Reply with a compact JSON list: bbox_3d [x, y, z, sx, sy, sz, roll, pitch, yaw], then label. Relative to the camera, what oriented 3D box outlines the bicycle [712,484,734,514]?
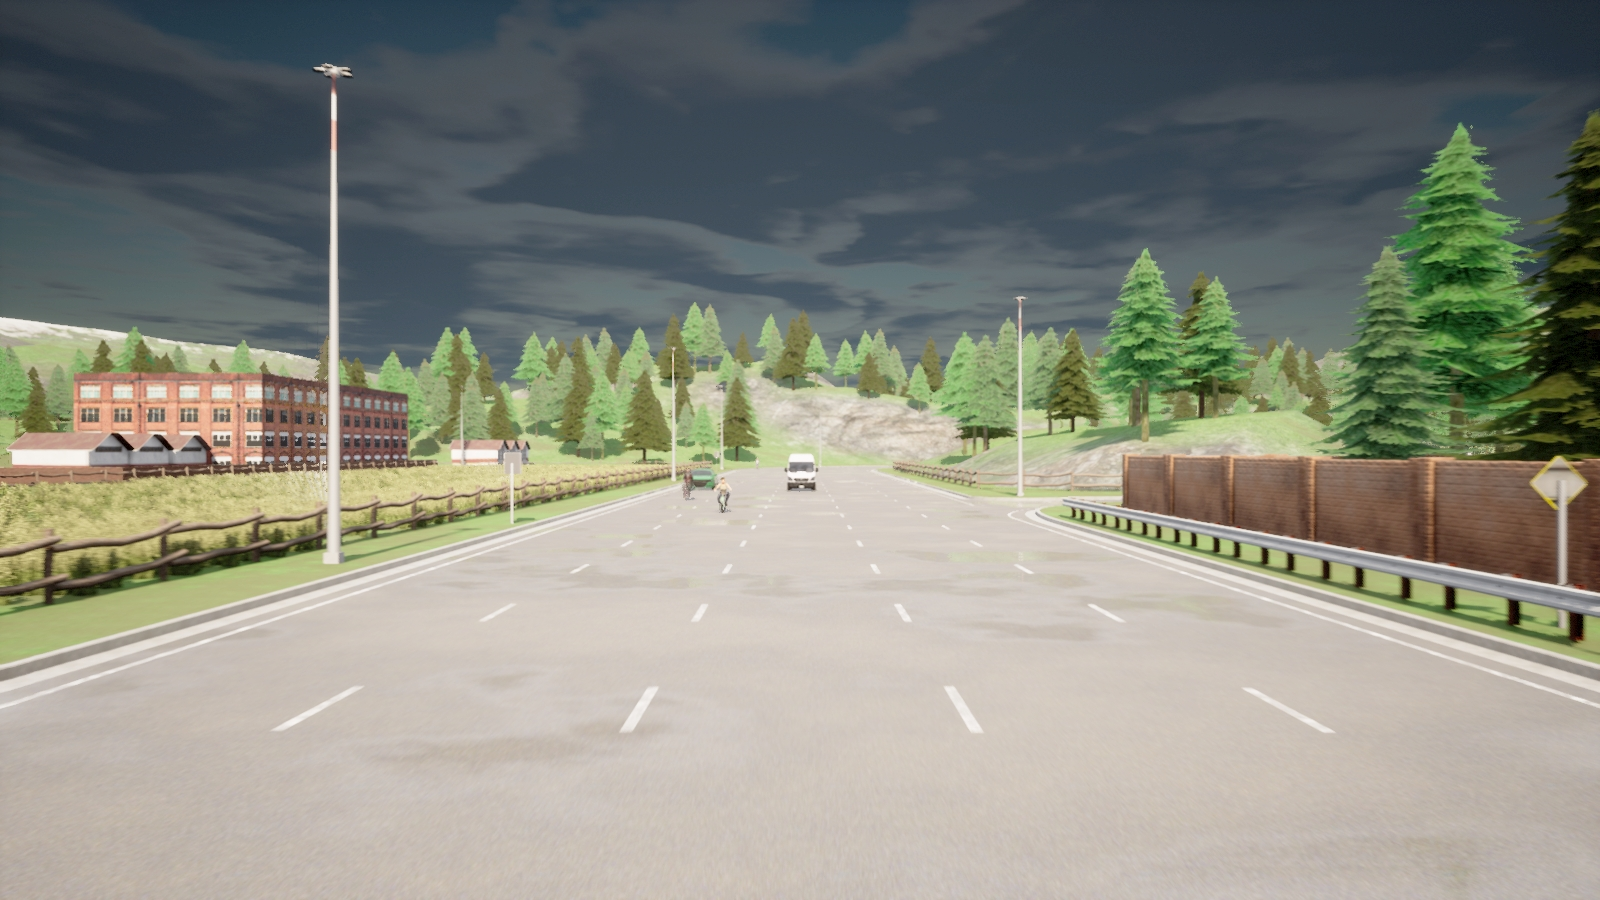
[{"bbox_3d":[-3.427,2.177,50.912,0.859,1.276,1.487,0,0,0],"label":"bicycle"}]

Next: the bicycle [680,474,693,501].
[{"bbox_3d":[-6.291,2.084,63.581,0.329,1.471,1.835,1,0,6],"label":"bicycle"}]
